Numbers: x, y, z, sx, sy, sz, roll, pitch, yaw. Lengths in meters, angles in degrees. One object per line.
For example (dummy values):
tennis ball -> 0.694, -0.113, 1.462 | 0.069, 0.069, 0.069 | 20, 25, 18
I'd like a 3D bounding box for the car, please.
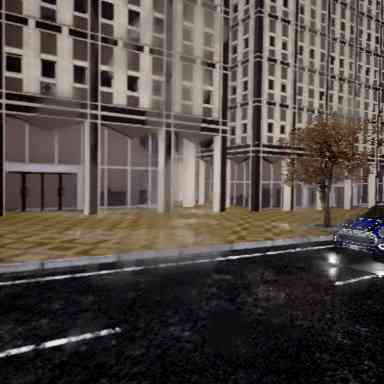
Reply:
car -> 7.275, 1.253, 12.114 | 4.553, 1.767, 2.097 | 1, 2, -31
